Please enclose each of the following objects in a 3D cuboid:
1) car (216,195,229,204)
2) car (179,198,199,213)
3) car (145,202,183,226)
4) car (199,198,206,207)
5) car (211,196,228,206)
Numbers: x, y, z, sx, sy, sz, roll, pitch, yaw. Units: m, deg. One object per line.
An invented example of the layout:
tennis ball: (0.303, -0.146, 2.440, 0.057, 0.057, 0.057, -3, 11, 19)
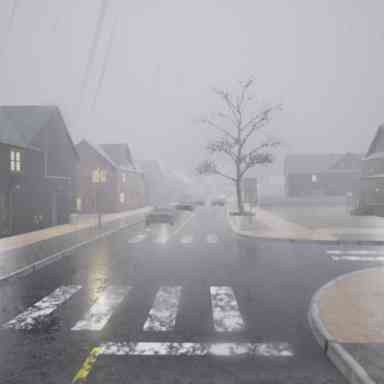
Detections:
car: (5.821, 1.457, 63.257, 1.882, 1.535, 5.008, 0, 0, 11)
car: (-0.716, 1.582, 37.840, 1.895, 1.301, 4.718, 0, 0, 6)
car: (-1.990, 1.589, 23.187, 1.895, 1.301, 4.718, 0, 0, 3)
car: (1.040, 1.577, 51.466, 1.895, 1.301, 4.718, 0, 0, 9)
car: (4.173, 1.583, 52.669, 1.895, 1.301, 4.718, 0, 0, 9)
